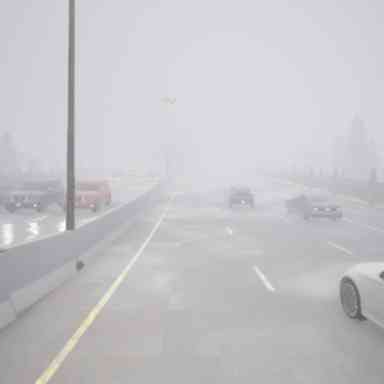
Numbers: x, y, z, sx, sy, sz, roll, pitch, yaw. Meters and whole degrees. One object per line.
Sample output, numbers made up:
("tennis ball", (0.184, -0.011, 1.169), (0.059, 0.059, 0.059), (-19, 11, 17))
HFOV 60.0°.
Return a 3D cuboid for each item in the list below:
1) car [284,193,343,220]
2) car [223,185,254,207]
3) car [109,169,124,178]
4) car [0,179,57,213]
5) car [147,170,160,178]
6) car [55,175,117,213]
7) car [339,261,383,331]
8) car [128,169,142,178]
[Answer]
("car", (7.084, 0.777, 19.870), (2.033, 1.411, 5.357), (0, 4, 0))
("car", (3.588, 0.220, 25.728), (1.837, 1.490, 4.892), (0, 6, 0))
("car", (-14.036, -3.412, 61.919), (1.837, 1.490, 4.892), (0, 6, 0))
("car", (-10.606, 0.184, 23.051), (2.150, 2.045, 5.566), (0, 5, 0))
("car", (-7.039, -3.396, 62.005), (1.812, 1.442, 4.674), (0, 6, 1))
("car", (-7.106, 0.185, 23.043), (2.150, 2.045, 5.566), (0, 5, 0))
("car", (3.584, 1.488, 4.135), (1.812, 1.442, 4.674), (0, 1, 0))
("car", (-10.540, -3.442, 61.979), (1.882, 1.535, 5.008), (0, 6, 0))
